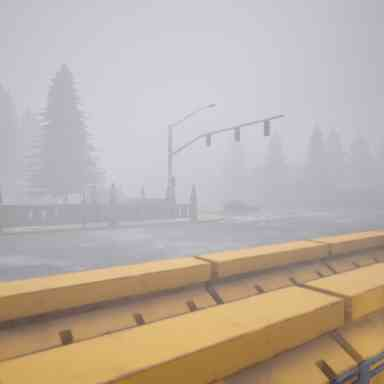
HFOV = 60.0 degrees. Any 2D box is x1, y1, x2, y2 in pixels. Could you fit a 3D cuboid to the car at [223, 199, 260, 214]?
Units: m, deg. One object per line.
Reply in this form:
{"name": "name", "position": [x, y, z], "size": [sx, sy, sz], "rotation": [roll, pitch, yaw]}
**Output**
{"name": "car", "position": [5.343, 1.526, 36.441], "size": [1.812, 1.442, 4.674], "rotation": [0, 0, -36]}
